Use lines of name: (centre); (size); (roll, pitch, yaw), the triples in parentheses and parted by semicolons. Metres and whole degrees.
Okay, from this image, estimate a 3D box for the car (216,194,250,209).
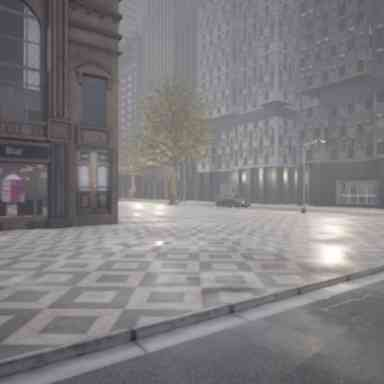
car: (5.648, 1.292, 46.577); (2.150, 2.045, 5.566); (0, 0, -36)
